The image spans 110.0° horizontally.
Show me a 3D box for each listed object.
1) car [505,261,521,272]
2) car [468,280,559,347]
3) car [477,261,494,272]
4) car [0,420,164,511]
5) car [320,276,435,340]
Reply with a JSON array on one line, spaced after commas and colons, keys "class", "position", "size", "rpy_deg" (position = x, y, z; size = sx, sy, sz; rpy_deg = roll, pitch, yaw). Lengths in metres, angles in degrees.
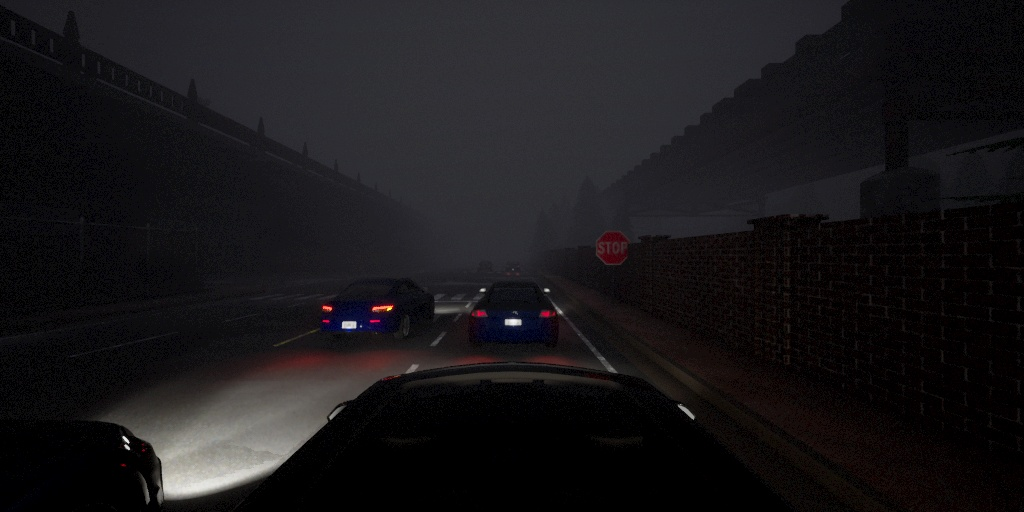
[{"class": "car", "position": [0.097, 1.351, 46.101], "size": [1.895, 1.301, 4.718], "rpy_deg": [0, 0, -1]}, {"class": "car", "position": [0.069, 1.314, 9.283], "size": [1.994, 1.385, 4.181], "rpy_deg": [0, 0, 1]}, {"class": "car", "position": [-3.398, 1.297, 45.932], "size": [2.033, 1.411, 5.357], "rpy_deg": [0, 0, -1]}, {"class": "car", "position": [-3.398, 1.314, 0.709], "size": [1.994, 1.385, 4.181], "rpy_deg": [0, 0, 0]}, {"class": "car", "position": [-3.413, 1.276, 9.805], "size": [1.812, 1.442, 4.674], "rpy_deg": [0, 0, 0]}]
